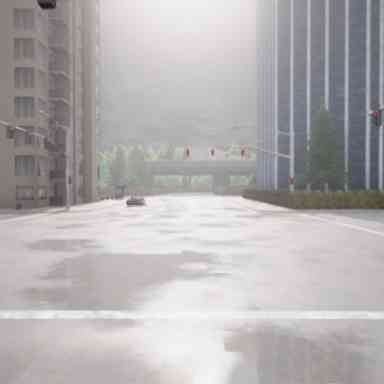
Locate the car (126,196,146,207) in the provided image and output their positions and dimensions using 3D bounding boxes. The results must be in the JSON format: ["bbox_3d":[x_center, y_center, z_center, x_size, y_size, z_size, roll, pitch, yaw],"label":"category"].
[{"bbox_3d":[-6.960,1.158,41.503,1.895,1.301,4.718,0,1,0],"label":"car"}]
